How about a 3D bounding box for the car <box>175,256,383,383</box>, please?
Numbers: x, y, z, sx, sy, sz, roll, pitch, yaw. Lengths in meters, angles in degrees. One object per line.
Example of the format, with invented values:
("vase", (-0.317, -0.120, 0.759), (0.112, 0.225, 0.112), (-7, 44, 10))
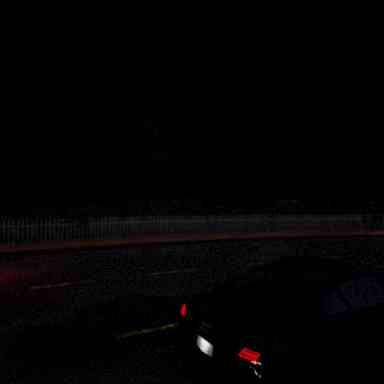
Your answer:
("car", (1.888, 1.605, 4.447), (4.181, 1.385, 1.994), (1, 0, -29))
